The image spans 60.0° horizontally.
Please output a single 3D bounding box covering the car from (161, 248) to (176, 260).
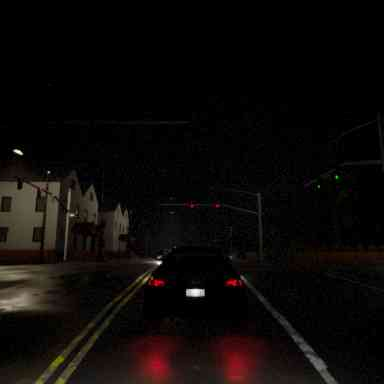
[{"bbox_3d":[-3.585,9.697,51.673,2.097,1.767,4.553,0,-11,0],"label":"car"}]

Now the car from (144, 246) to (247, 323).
[{"bbox_3d":[0.073,1.980,7.895,1.994,1.385,4.181,0,-6,0],"label":"car"}]

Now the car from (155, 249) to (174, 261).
[{"bbox_3d":[-3.585,8.345,43.936,2.128,1.511,4.902,0,-11,0],"label":"car"}]

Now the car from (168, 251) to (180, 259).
[{"bbox_3d":[-3.521,12.607,66.065,2.128,1.511,4.902,0,-11,1],"label":"car"}]
